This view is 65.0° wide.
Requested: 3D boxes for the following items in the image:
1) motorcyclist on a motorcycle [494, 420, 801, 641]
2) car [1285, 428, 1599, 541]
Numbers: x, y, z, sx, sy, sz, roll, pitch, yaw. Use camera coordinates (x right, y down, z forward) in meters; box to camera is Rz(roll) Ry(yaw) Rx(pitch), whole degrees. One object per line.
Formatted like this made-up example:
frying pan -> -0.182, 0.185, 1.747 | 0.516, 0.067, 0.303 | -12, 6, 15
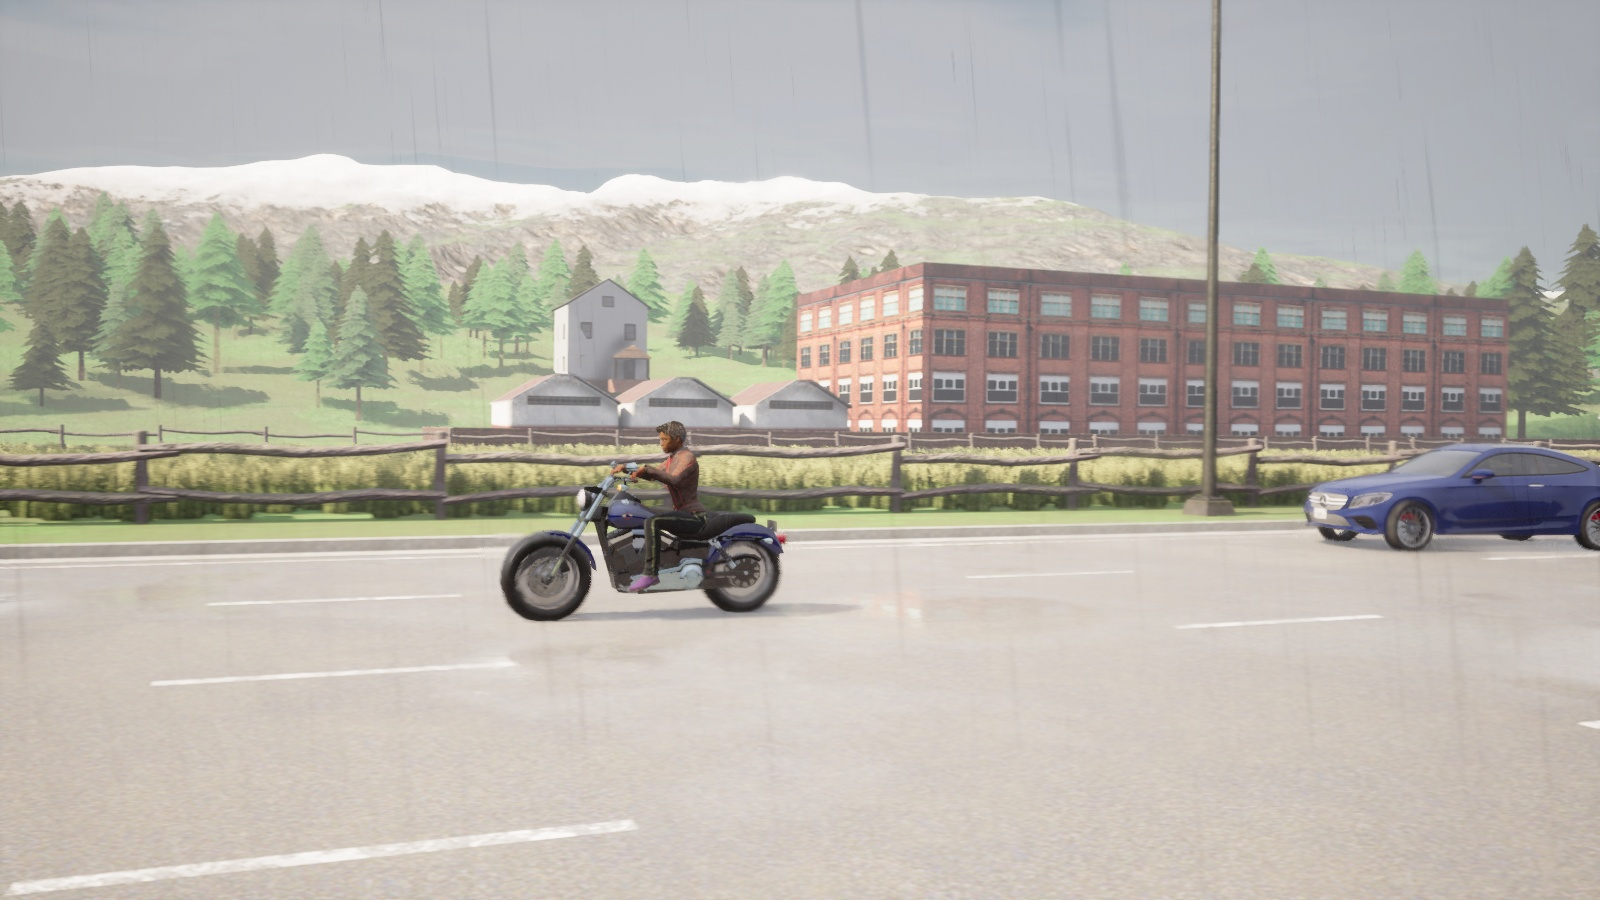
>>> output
motorcyclist on a motorcycle -> -1.236, 0.595, 10.257 | 2.350, 1.649, 0.766 | -1, 1, -21
car -> 9.501, 0.433, 17.705 | 4.674, 1.442, 1.812 | -1, 1, -9
